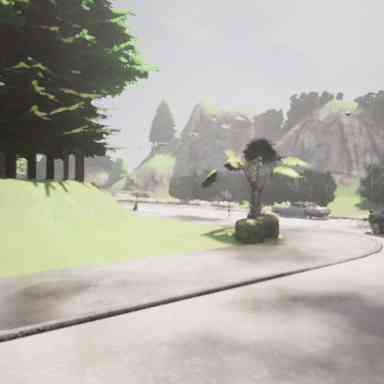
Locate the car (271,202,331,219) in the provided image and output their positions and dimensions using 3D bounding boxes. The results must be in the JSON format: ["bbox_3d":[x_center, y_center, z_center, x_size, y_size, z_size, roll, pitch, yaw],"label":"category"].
[{"bbox_3d":[8.980,1.512,27.848,1.895,1.301,4.718,0,0,-37],"label":"car"}]

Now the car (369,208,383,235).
[{"bbox_3d":[10.412,1.442,15.546,1.837,1.490,4.892,3,0,-6],"label":"car"}]
